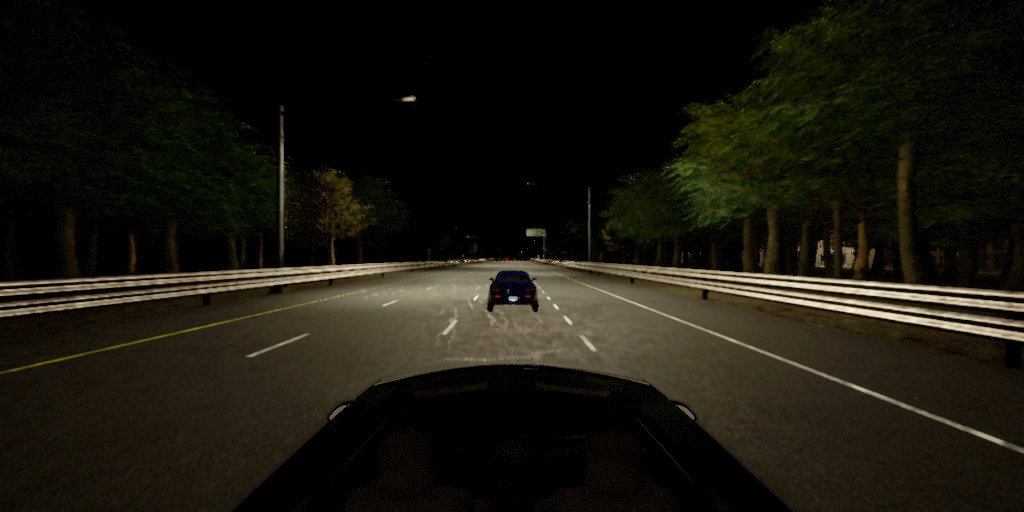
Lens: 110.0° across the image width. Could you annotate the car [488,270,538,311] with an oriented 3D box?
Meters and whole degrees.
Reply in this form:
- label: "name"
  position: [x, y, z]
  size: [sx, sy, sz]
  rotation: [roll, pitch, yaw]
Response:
- label: "car"
  position: [0.031, 1.300, 14.616]
  size: [1.812, 1.442, 4.674]
  rotation: [0, 0, 0]
